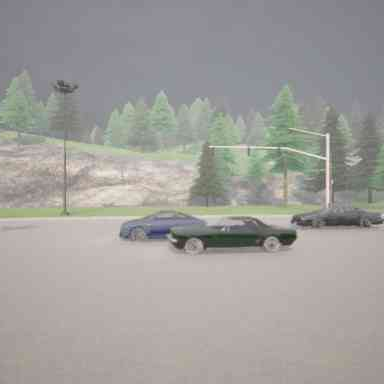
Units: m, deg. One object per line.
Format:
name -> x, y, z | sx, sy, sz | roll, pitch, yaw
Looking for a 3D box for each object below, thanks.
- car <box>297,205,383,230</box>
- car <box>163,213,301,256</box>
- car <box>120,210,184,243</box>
car -> 9.043, 1.547, 20.816 | 5.357, 1.411, 2.033 | 0, 0, -6
car -> 1.429, 1.601, 12.741 | 4.718, 1.301, 1.895 | 0, 0, -9
car -> -1.301, 1.564, 15.793 | 4.181, 1.385, 1.994 | 0, 0, -10
